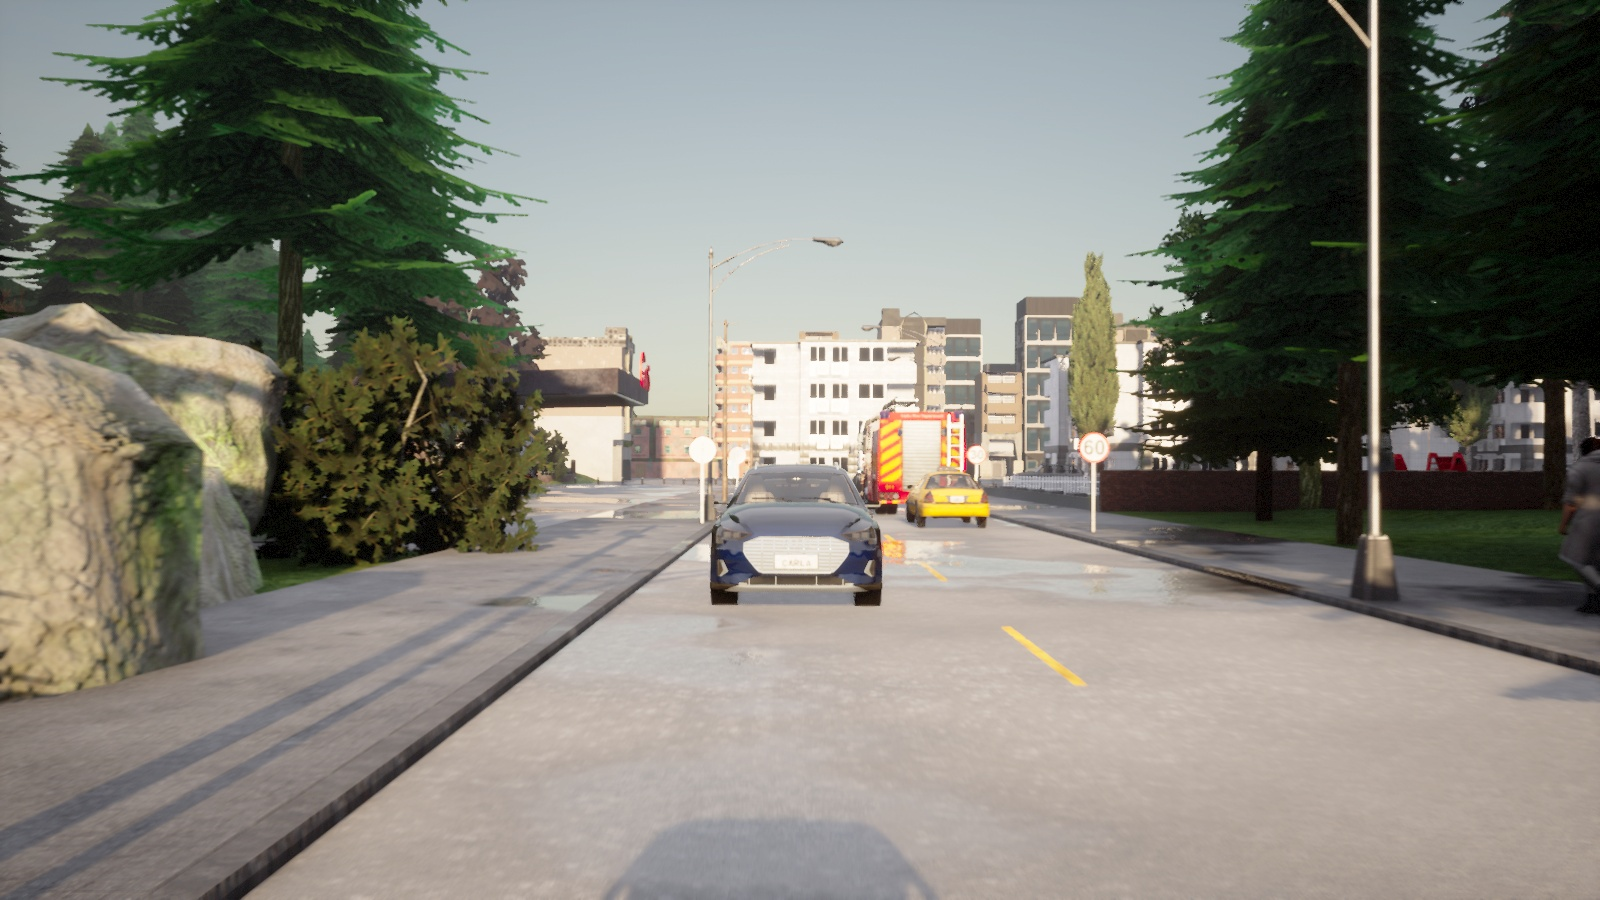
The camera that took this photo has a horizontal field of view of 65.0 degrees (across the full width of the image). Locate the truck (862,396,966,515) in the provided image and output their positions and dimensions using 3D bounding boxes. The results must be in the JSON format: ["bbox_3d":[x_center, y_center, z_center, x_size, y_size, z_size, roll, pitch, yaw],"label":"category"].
[{"bbox_3d":[3.861,0.225,44.547,2.891,3.827,8.468,0,-1,0],"label":"truck"}]

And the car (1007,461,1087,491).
[{"bbox_3d":[15.406,1.614,78.431,4.605,1.855,1.932,0,-1,0],"label":"car"}]

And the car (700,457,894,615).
[{"bbox_3d":[-0.037,0.949,15.596,2.033,1.649,4.856,0,-1,0],"label":"car"}]

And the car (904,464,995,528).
[{"bbox_3d":[3.904,1.182,33.679,1.801,1.575,5.366,0,-1,0],"label":"car"}]

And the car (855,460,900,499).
[{"bbox_3d":[3.802,1.441,61.996,1.932,1.855,4.605,0,-1,0],"label":"car"}]

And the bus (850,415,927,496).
[{"bbox_3d":[4.887,0.379,71.571,3.944,4.253,10.273,0,-1,2],"label":"bus"}]

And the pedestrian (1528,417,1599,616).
[{"bbox_3d":[8.043,0.658,12.798,0.659,1.952,0.873,0,-1,-7],"label":"pedestrian"}]
